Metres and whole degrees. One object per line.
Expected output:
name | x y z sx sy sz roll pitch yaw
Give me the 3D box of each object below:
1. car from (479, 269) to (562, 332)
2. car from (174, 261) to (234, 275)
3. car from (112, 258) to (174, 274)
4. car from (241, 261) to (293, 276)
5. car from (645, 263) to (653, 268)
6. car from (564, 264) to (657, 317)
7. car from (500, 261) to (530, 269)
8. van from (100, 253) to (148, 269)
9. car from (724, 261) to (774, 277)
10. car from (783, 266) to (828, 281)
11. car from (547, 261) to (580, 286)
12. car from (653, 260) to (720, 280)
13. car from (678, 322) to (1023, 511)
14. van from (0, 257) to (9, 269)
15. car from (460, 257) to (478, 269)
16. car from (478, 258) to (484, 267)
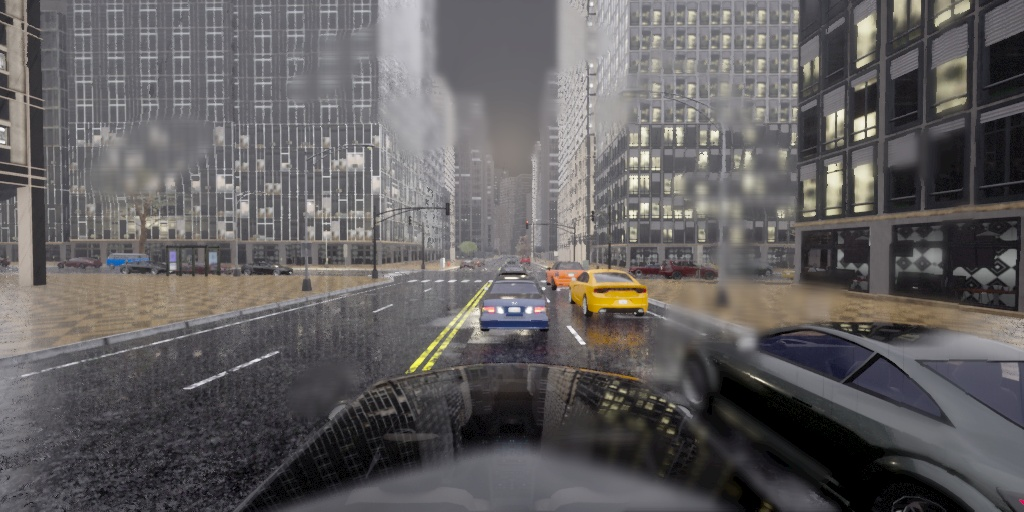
car | 0.084 1.293 10.827 2.033 1.411 5.357 0 0 1
car | -28.476 1.136 33.515 4.207 1.307 1.802 0 0 1
car | -34.157 1.067 33.678 4.313 1.339 1.948 0 0 1
car | -22.791 1.172 33.393 4.313 1.339 1.948 0 0 1
car | 15.009 1.448 38.766 4.718 1.301 1.895 1 1 2
car | 3.328 1.222 13.233 1.882 1.535 5.008 0 0 0
car | 0.065 1.231 20.579 2.128 1.511 4.902 0 0 0
van | -45.364 0.602 42.317 3.998 1.789 1.690 0 0 1
car | 25.373 1.293 38.573 4.553 1.767 2.097 1 1 1
car | 27.583 1.576 32.765 4.829 1.417 1.751 0 0 1
car | 3.311 1.091 22.238 2.097 1.767 4.553 0 0 0
car | 16.135 1.267 32.940 5.009 1.841 2.192 0 0 1
car | 3.337 1.313 3.400 1.994 1.385 4.181 0 0 1
van | -51.201 0.685 34.043 3.998 1.789 1.690 0 0 1
car | -6.692 1.275 54.351 1.994 1.385 4.181 0 0 0
car | -6.680 1.051 64.352 2.097 1.767 4.553 0 0 0
